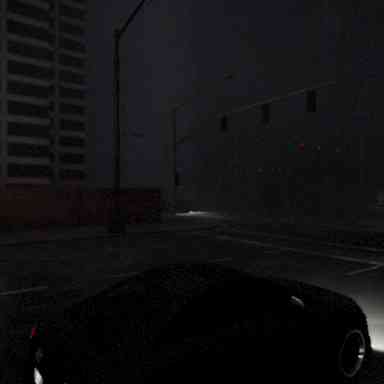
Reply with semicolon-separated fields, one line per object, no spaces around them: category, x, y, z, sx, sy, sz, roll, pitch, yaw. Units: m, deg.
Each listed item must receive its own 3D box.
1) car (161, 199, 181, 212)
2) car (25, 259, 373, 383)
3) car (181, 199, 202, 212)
car;-3.726;1.479;36.688;2.128;1.511;4.902;0;0;-36
car;0.322;1.562;4.024;4.181;1.385;1.994;0;0;-35
car;-0.712;1.549;38.492;1.994;1.385;4.181;0;0;-36
